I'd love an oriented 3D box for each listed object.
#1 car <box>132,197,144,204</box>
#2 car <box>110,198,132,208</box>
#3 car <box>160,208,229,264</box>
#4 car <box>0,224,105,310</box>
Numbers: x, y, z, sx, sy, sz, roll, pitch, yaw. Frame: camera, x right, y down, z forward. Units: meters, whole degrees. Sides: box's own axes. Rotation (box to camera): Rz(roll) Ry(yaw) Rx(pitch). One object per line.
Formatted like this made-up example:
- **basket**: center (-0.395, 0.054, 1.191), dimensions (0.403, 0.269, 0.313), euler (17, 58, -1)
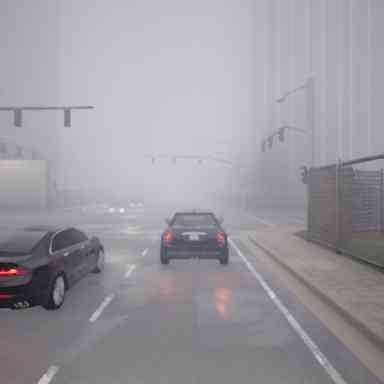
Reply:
- **car**: center (-10.522, 1.596, 64.211), dimensions (1.895, 1.301, 4.718), euler (0, 0, 0)
- **car**: center (-10.580, 1.597, 48.648), dimensions (1.895, 1.301, 4.718), euler (0, 0, 0)
- **car**: center (0.078, 1.353, 11.907), dimensions (2.097, 1.767, 4.553), euler (0, 0, 0)
- **car**: center (-3.440, 1.504, 7.776), dimensions (1.837, 1.490, 4.892), euler (0, 0, 0)
